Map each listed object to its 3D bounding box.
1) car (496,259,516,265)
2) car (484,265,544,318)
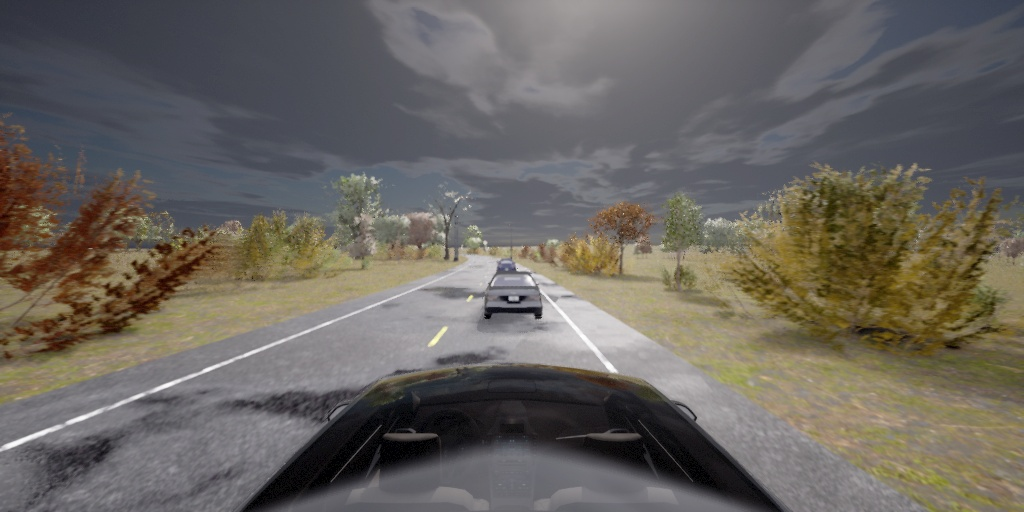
[{"bbox_3d":[-0.559,1.019,35.249,1.812,1.442,4.674,0,0,-2],"label":"car"},{"bbox_3d":[0.017,1.220,12.548,2.033,1.411,5.357,0,0,-1],"label":"car"}]
